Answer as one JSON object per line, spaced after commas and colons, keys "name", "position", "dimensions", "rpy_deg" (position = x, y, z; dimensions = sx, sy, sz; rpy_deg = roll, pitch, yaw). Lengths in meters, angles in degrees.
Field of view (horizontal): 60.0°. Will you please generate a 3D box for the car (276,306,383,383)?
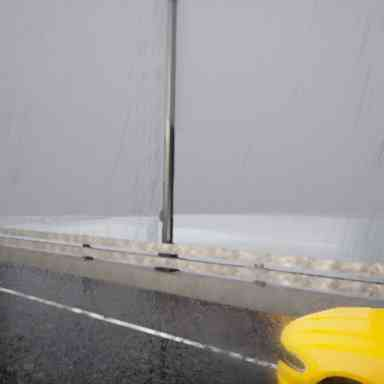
{"name": "car", "position": [3.269, 1.690, 2.860], "dimensions": [5.008, 1.535, 1.882], "rpy_deg": [-1, -3, 33]}
